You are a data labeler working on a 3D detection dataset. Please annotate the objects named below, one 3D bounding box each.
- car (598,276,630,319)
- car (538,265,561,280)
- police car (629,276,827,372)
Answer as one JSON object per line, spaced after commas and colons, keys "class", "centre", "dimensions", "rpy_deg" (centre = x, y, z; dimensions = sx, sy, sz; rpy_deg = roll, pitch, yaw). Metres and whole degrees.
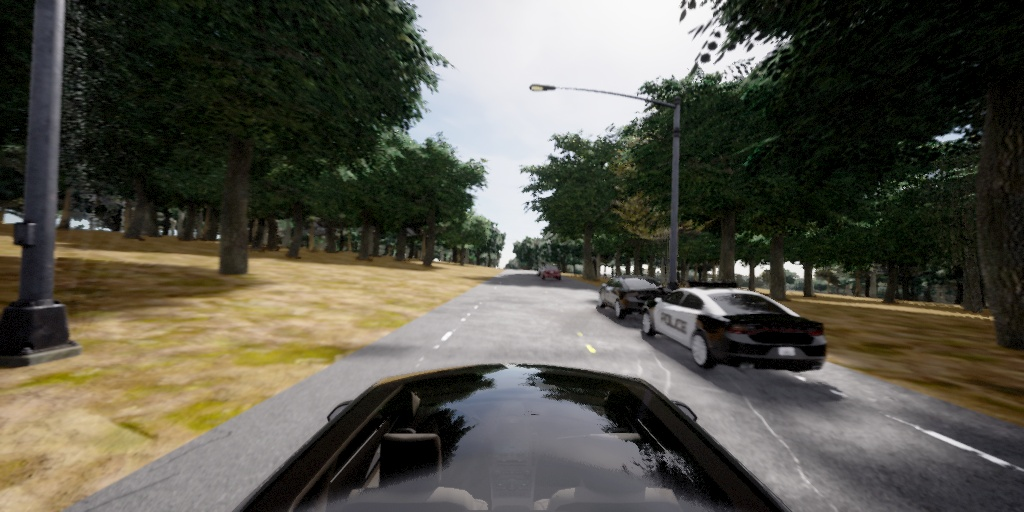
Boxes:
{"class": "car", "centre": [4.797, 1.523, 14.432], "dimensions": [1.882, 1.535, 5.008], "rpy_deg": [0, -1, 2]}
{"class": "car", "centre": [4.498, 1.854, 42.103], "dimensions": [2.097, 1.767, 4.553], "rpy_deg": [2, -1, 1]}
{"class": "police car", "centre": [4.636, 1.394, 8.534], "dimensions": [1.930, 1.638, 5.238], "rpy_deg": [1, 0, 2]}
